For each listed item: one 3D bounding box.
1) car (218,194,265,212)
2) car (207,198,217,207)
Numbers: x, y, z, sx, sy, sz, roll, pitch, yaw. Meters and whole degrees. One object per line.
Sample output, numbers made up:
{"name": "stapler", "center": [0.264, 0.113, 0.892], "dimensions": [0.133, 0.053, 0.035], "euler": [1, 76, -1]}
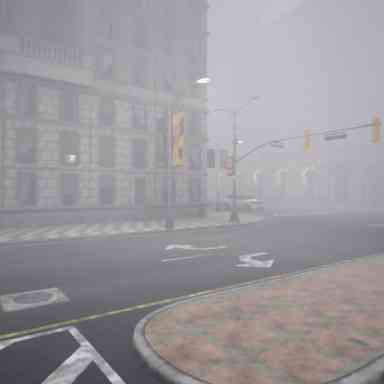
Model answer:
{"name": "car", "center": [5.991, 1.221, 39.162], "dimensions": [2.150, 2.045, 5.566], "euler": [0, 0, -36]}
{"name": "car", "center": [2.721, 1.600, 49.762], "dimensions": [1.895, 1.301, 4.718], "euler": [0, 0, -35]}
